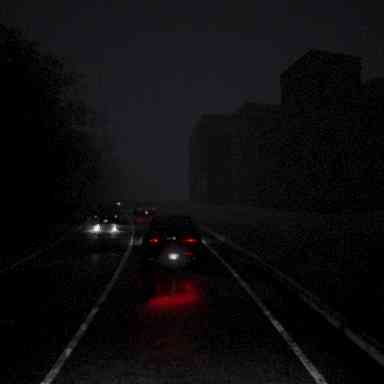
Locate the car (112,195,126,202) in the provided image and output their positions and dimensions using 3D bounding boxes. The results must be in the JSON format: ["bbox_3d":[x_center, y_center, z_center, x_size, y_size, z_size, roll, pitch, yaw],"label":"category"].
[{"bbox_3d":[-14.382,1.308,65.248,2.033,1.411,5.357,0,0,1],"label":"car"}]

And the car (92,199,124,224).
[{"bbox_3d":[-6.291,1.518,24.740,2.033,1.411,5.357,1,0,-12],"label":"car"}]

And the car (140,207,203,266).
[{"bbox_3d":[-0.742,1.531,11.707,1.837,1.490,4.892,0,0,-6],"label":"car"}]

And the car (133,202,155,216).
[{"bbox_3d":[-4.746,1.605,32.909,1.895,1.301,4.718,1,0,-14],"label":"car"}]
